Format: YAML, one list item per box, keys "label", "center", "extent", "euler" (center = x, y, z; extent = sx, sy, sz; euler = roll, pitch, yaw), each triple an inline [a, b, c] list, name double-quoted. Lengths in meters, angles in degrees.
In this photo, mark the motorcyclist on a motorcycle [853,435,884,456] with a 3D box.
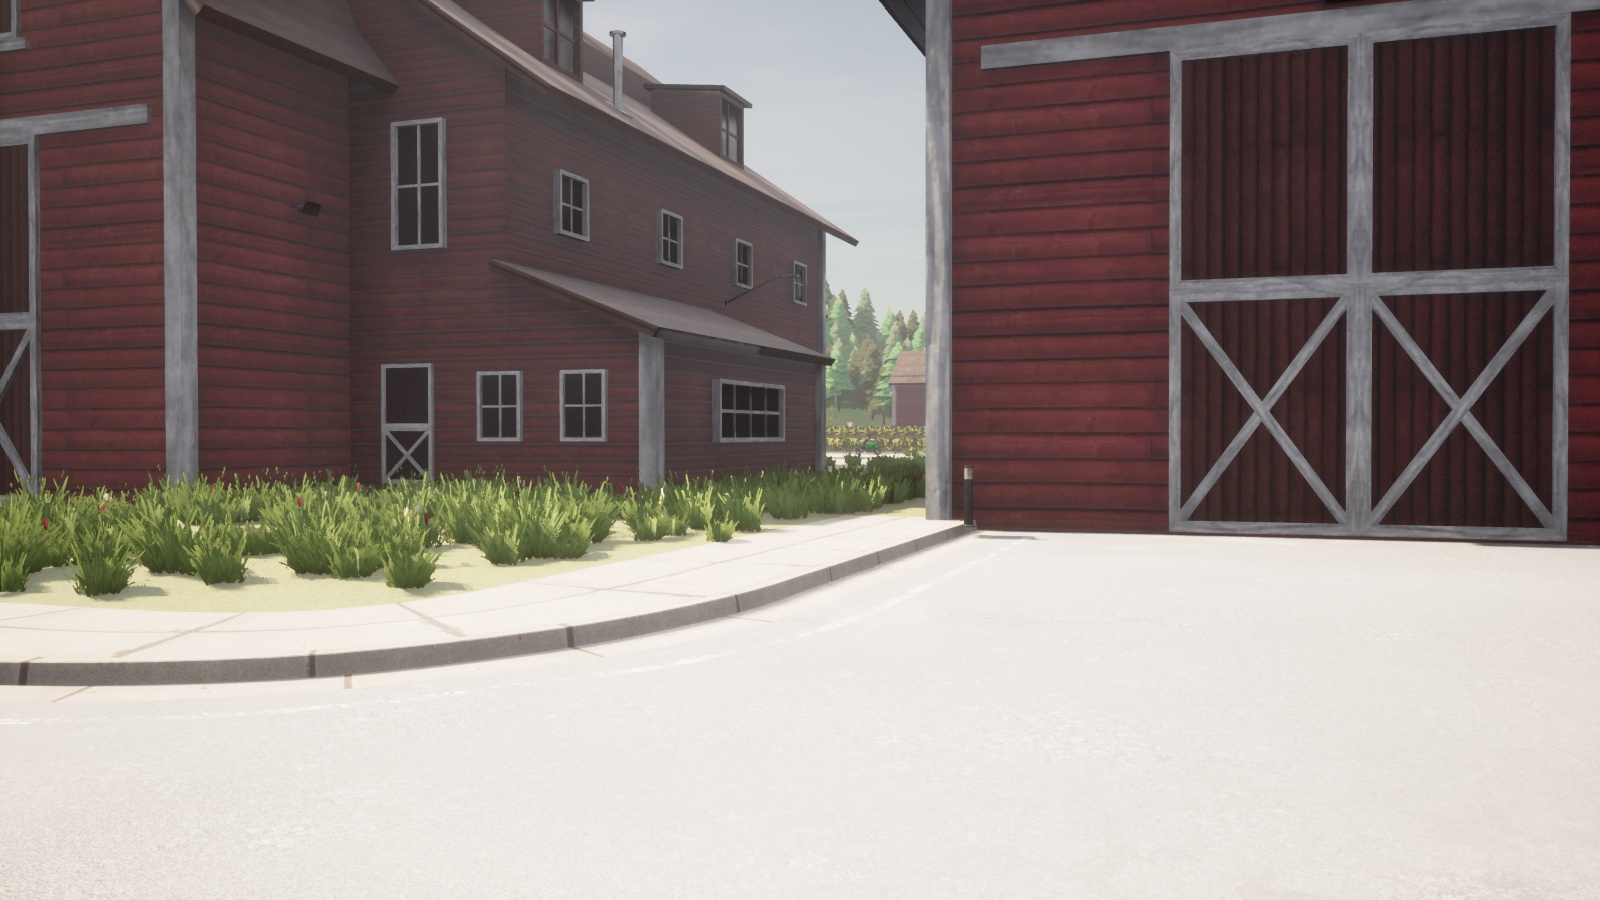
- label: "motorcyclist on a motorcycle"
  center: [4.992, -0.351, 91.558]
  extent: [2.044, 1.523, 0.797]
  euler: [0, 1, 19]
